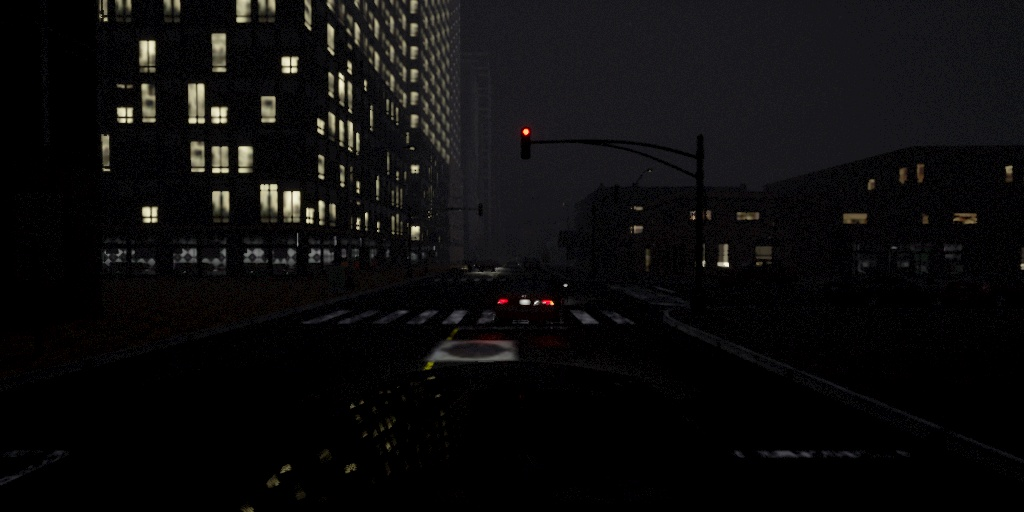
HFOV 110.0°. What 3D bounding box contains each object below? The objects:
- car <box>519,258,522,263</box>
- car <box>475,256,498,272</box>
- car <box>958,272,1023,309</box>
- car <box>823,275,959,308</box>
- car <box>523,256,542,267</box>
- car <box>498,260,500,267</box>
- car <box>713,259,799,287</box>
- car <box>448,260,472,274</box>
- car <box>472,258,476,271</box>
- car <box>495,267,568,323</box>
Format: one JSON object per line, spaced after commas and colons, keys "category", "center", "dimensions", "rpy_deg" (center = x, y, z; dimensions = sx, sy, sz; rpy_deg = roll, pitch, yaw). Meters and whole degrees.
{"category": "car", "center": [2.706, 0.929, 55.927], "dimensions": [2.192, 1.841, 5.009], "rpy_deg": [0, 0, 0]}
{"category": "car", "center": [-3.079, 1.120, 44.564], "dimensions": [1.882, 1.535, 5.008], "rpy_deg": [0, 0, 0]}
{"category": "car", "center": [21.963, 1.443, 15.901], "dimensions": [4.097, 1.591, 1.967], "rpy_deg": [0, 0, 1]}
{"category": "car", "center": [16.415, 1.515, 15.974], "dimensions": [4.313, 1.339, 1.948], "rpy_deg": [0, 0, 1]}
{"category": "car", "center": [2.703, 1.082, 44.639], "dimensions": [1.967, 1.591, 4.097], "rpy_deg": [0, 0, 0]}
{"category": "car", "center": [-3.041, 1.096, 60.015], "dimensions": [2.128, 1.511, 4.902], "rpy_deg": [0, 0, 1]}
{"category": "car", "center": [16.524, 1.114, 24.352], "dimensions": [5.009, 1.841, 2.192], "rpy_deg": [0, 0, 1]}
{"category": "car", "center": [-5.818, 1.181, 38.883], "dimensions": [1.751, 1.417, 4.829], "rpy_deg": [0, 0, 0]}
{"category": "car", "center": [-5.645, 1.208, 44.696], "dimensions": [1.948, 1.339, 4.313], "rpy_deg": [0, 0, 0]}
{"category": "car", "center": [0.808, 1.271, 12.015], "dimensions": [2.033, 1.411, 5.357], "rpy_deg": [0, 0, 11]}
